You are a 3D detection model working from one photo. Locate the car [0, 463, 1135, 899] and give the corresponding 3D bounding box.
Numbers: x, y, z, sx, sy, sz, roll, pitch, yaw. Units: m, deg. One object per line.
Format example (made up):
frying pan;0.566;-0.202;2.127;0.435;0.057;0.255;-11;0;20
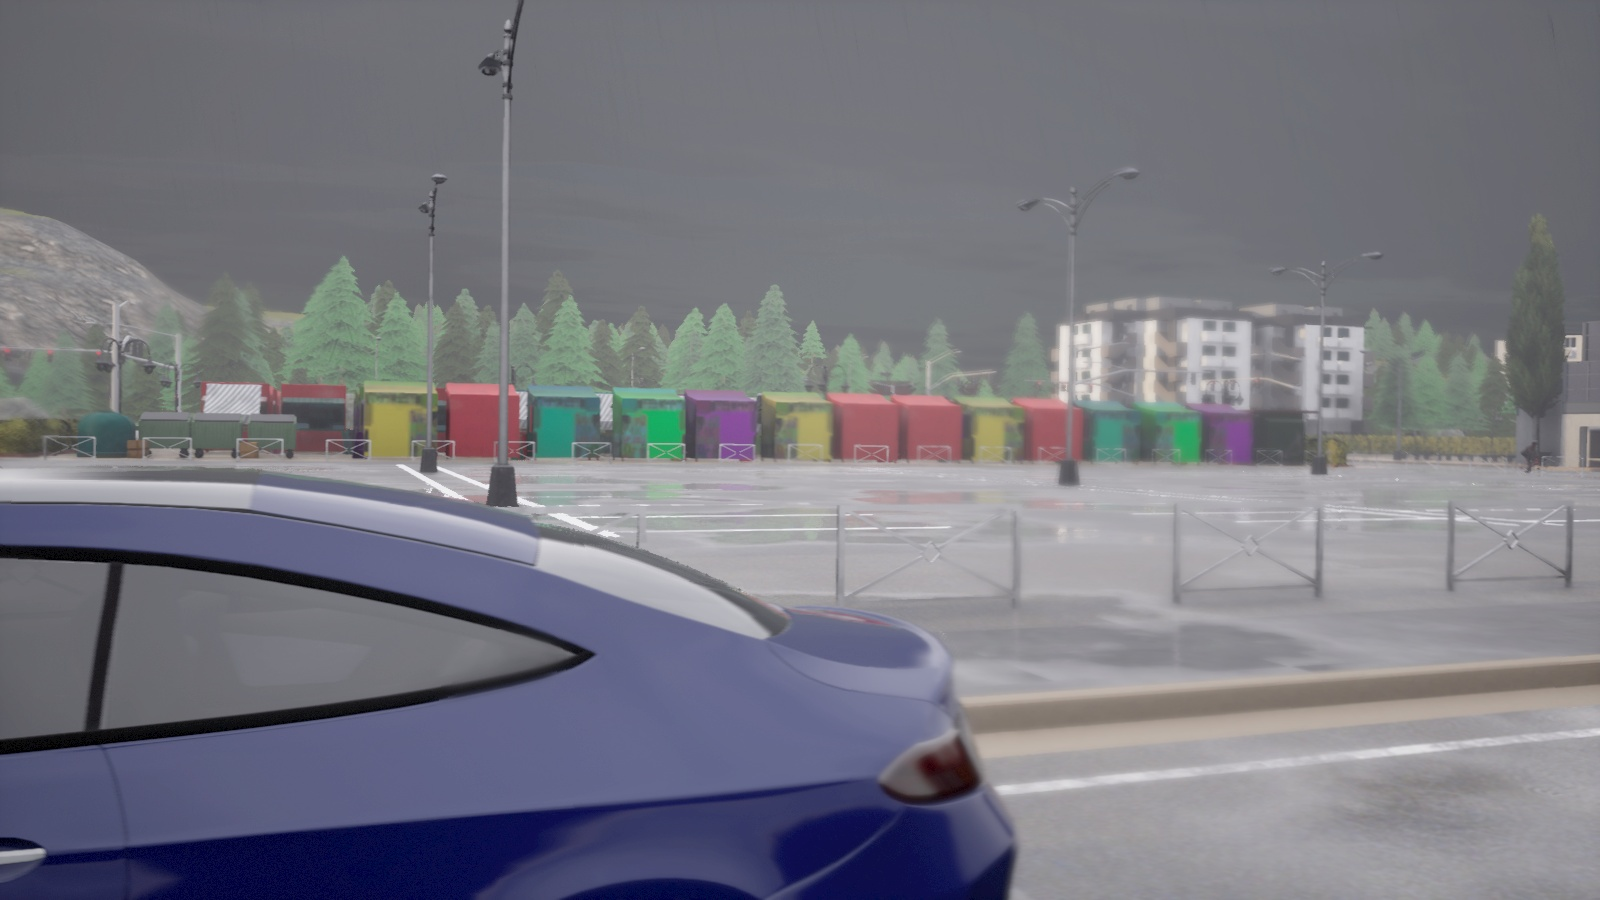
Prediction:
car;-1.832;0.802;2.544;4.674;1.442;1.812;-1;1;-21
